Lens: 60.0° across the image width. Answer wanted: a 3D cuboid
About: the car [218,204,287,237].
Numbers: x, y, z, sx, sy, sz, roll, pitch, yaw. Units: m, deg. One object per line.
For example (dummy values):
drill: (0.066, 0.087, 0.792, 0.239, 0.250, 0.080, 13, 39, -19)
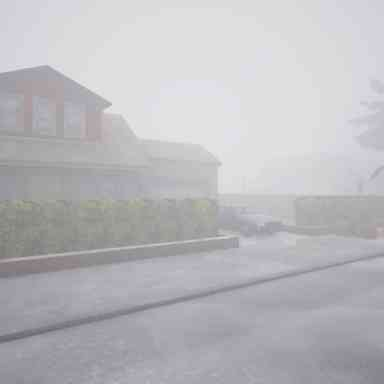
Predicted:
car: (2.260, 1.356, 16.995, 2.033, 1.415, 5.357, 0, 0, -33)
